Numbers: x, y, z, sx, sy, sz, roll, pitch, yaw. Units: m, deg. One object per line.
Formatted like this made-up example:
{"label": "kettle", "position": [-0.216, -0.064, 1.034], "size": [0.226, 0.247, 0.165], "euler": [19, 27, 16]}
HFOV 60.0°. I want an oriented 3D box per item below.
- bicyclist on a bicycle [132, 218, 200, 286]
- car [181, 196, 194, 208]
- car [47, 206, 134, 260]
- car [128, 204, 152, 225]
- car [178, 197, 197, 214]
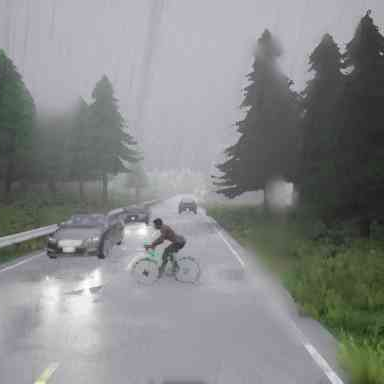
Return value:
{"label": "bicyclist on a bicycle", "position": [-0.631, 1.454, 7.980], "size": [1.656, 1.620, 0.582], "euler": [-2, 0, -1]}
{"label": "car", "position": [-0.714, 1.469, 49.360], "size": [1.882, 1.535, 5.008], "euler": [0, 0, -1]}
{"label": "car", "position": [-3.782, 1.491, 12.572], "size": [2.128, 1.511, 4.902], "euler": [0, 0, -1]}
{"label": "car", "position": [-3.984, 1.559, 23.924], "size": [1.994, 1.385, 4.181], "euler": [0, 0, -2]}
{"label": "car", "position": [-0.478, 1.499, 35.752], "size": [1.837, 1.490, 4.892], "euler": [0, 0, -1]}
